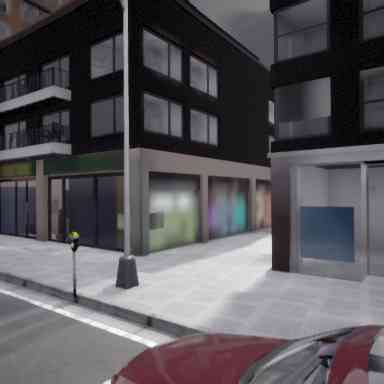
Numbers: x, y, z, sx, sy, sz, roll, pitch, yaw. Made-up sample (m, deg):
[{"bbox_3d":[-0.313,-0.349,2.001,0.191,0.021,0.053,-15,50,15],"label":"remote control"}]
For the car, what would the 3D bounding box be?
[{"bbox_3d":[1.195,1.579,2.004,4.206,1.307,1.802,0,-1,36],"label":"car"}]
